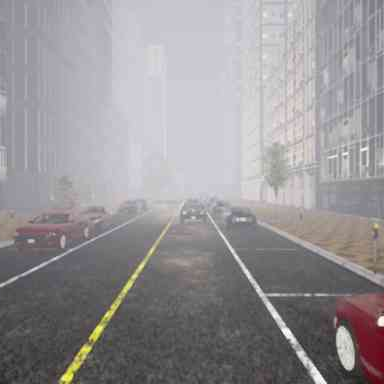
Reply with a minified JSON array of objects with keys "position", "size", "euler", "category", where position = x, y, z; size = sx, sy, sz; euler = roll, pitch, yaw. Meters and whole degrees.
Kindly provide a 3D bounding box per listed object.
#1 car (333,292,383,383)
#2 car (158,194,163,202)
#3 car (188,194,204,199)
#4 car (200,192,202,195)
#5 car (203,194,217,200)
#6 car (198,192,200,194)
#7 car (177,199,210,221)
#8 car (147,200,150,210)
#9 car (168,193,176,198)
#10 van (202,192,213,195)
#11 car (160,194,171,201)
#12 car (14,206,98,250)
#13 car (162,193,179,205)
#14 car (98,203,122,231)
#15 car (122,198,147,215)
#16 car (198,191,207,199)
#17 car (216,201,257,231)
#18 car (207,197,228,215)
[{"position":[2.694,1.532,2.610],"size":[1.887,1.381,4.507],"euler":[0,0,0],"category":"car"},{"position":[-5.676,1.163,65.065],"size":[1.752,1.417,4.829],"euler":[0,0,0],"category":"car"},{"position":[0.107,1.345,41.278],"size":[1.994,1.385,4.181],"euler":[0,0,0],"category":"car"},{"position":[2.703,1.147,53.839],"size":[1.967,1.590,4.097],"euler":[0,0,0],"category":"car"},{"position":[2.701,1.340,42.455],"size":[1.947,1.339,4.313],"euler":[0,0,0],"category":"car"},{"position":[2.708,0.879,76.606],"size":[2.192,1.841,5.009],"euler":[0,0,0],"category":"car"},{"position":[0.105,1.471,25.214],"size":[1.895,1.301,4.718],"euler":[0,0,0],"category":"car"},{"position":[-5.681,1.373,36.773],"size":[1.947,1.339,4.313],"euler":[0,0,0],"category":"car"},{"position":[-5.671,1.001,93.697],"size":[2.008,1.369,4.403],"euler":[0,0,0],"category":"car"},{"position":[2.702,1.082,48.147],"size":[1.690,1.788,3.998],"euler":[0,0,0],"category":"van"},{"position":[-5.675,1.151,70.929],"size":[2.008,1.369,4.403],"euler":[0,0,0],"category":"car"},{"position":[-5.685,1.474,14.002],"size":[1.887,1.381,4.507],"euler":[0,0,0],"category":"car"},{"position":[-3.053,1.262,52.658],"size":[2.033,1.411,5.357],"euler":[0,0,0],"category":"car"},{"position":[-5.684,1.482,19.696],"size":[1.802,1.307,4.206],"euler":[0,0,0],"category":"car"},{"position":[-5.682,1.383,31.080],"size":[1.887,1.381,4.507],"euler":[0,0,0],"category":"car"},{"position":[2.709,0.804,87.991],"size":[2.192,1.841,5.009],"euler":[0,0,0],"category":"car"},{"position":[2.696,1.466,19.687],"size":[1.947,1.339,4.313],"euler":[0,0,0],"category":"car"},{"position":[2.698,1.404,31.071],"size":[1.947,1.339,4.313],"euler":[0,0,0],"category":"car"}]
